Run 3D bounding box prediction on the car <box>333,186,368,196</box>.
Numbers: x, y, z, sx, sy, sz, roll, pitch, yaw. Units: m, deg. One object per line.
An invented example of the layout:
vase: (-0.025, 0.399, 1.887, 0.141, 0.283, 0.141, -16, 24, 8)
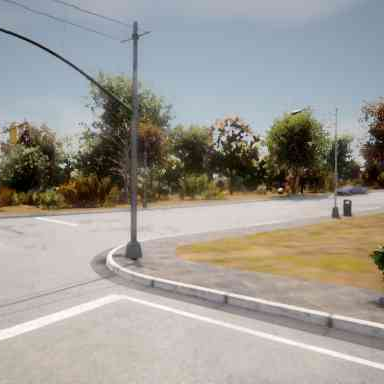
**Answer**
car: (22.734, -0.176, 47.576, 5.357, 1.411, 2.033, -3, 2, -26)
